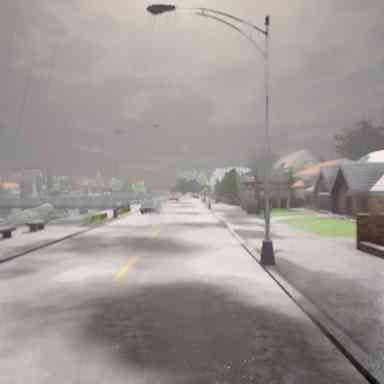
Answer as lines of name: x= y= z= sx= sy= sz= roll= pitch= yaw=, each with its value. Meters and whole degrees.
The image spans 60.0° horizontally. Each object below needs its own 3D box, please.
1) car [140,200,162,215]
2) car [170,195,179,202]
car: x=-4.095 y=1.541 z=34.141 sx=2.033 sy=1.411 sz=5.357 roll=0 pitch=0 yaw=0
car: x=-3.999 y=1.355 z=75.565 sx=1.882 sy=1.535 sz=5.008 roll=0 pitch=0 yaw=0
